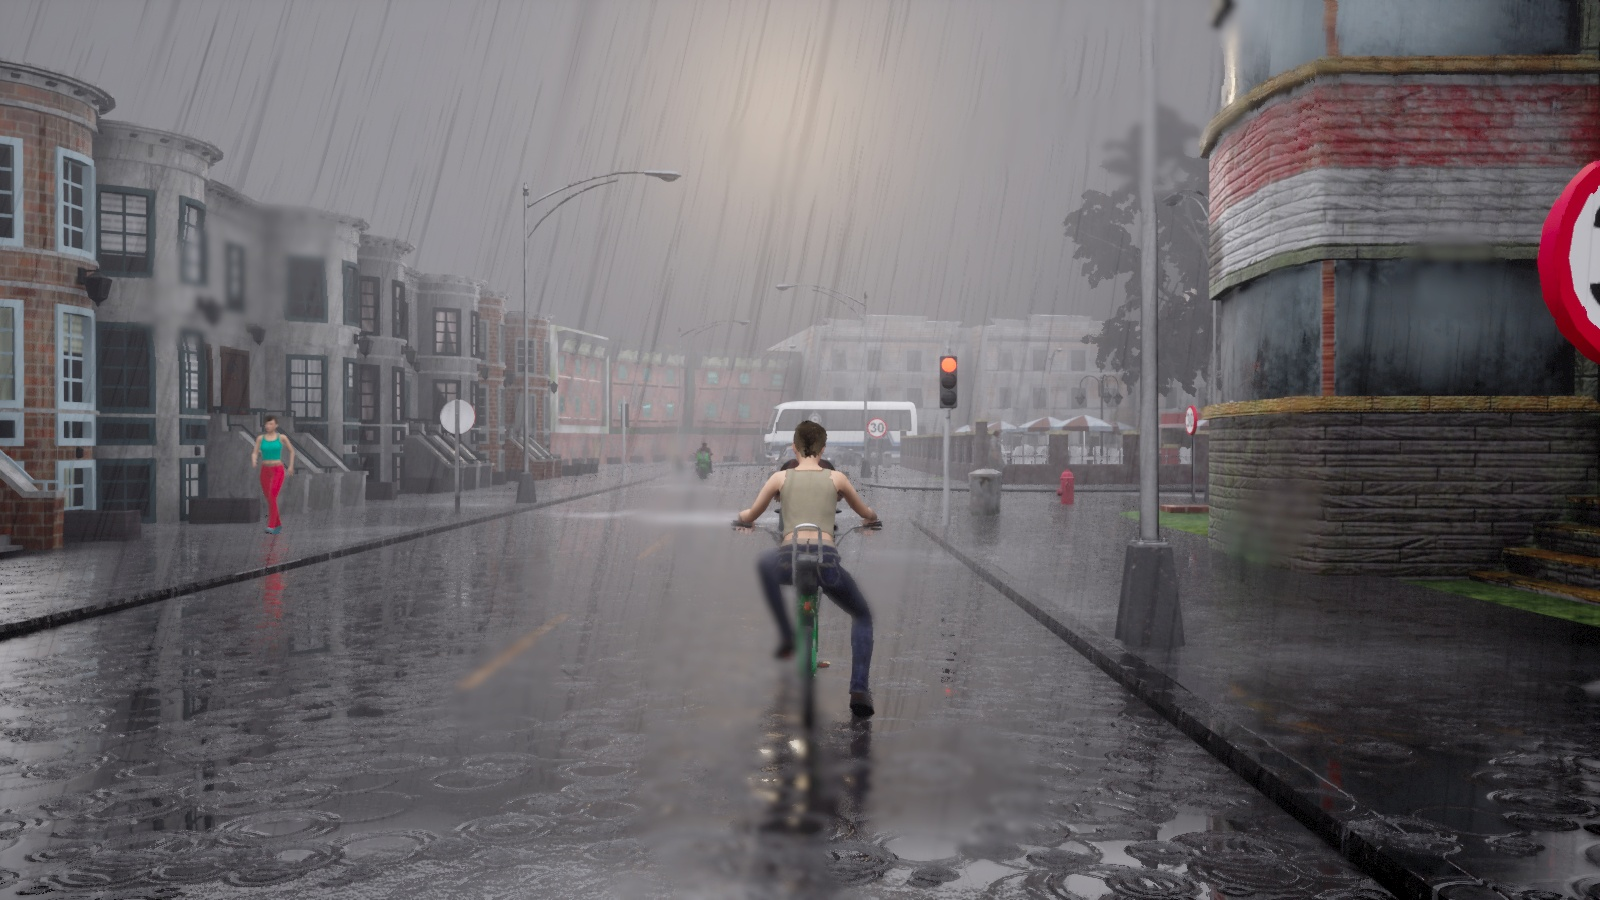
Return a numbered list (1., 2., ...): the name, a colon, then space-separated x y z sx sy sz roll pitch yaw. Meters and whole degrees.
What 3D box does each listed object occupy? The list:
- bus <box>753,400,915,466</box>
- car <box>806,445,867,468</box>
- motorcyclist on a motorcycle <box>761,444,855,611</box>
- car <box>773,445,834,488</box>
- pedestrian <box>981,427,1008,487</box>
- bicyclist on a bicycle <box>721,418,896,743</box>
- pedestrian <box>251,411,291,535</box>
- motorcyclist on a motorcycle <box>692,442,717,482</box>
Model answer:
1. bus: 2.149 -1.104 83.390 10.273 4.253 3.944 0 1 -7
2. car: 2.305 0.368 78.847 1.994 1.385 4.181 0 0 32
3. motorcyclist on a motorcycle: 0.080 0.710 12.643 0.866 1.530 2.191 0 0 0
4. car: 0.114 0.542 44.681 2.033 1.411 5.357 0 0 0
5. pedestrian: 6.436 0.227 41.516 0.873 1.952 0.659 0 0 7
6. bicyclist on a bicycle: 0.047 0.644 6.991 0.866 1.612 1.509 0 0 0
7. pedestrian: -7.970 0.343 18.921 0.345 1.836 0.594 0 0 1
8. motorcyclist on a motorcycle: -3.744 0.448 49.242 0.797 1.523 2.044 0 0 0
